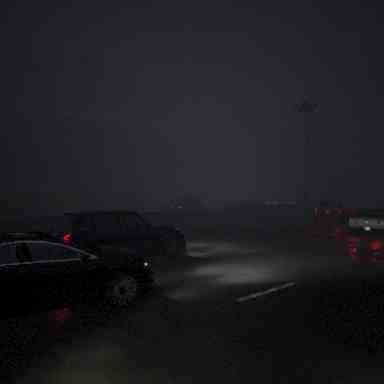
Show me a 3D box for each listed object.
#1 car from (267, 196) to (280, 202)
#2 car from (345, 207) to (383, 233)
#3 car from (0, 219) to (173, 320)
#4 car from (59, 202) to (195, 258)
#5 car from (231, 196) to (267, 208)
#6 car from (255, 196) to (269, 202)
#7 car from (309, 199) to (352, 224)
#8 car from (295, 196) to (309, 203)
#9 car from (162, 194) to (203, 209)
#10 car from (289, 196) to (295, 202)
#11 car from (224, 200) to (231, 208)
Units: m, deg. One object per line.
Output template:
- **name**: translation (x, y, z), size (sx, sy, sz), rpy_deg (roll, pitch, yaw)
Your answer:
- **car**: translation (19.551, 1.623, 78.375), size (1.837, 1.490, 4.892), rpy_deg (0, 0, 27)
- **car**: translation (10.702, 1.632, 19.223), size (1.895, 1.301, 4.718), rpy_deg (0, 0, 41)
- **car**: translation (-3.043, 1.501, 6.207), size (4.902, 1.511, 2.128), rpy_deg (0, 0, -37)
- **car**: translation (-2.409, 1.369, 11.166), size (4.553, 1.767, 2.097), rpy_deg (0, 0, -39)
- **car**: translation (6.586, 1.537, 37.954), size (1.882, 1.535, 5.008), rpy_deg (0, 0, 30)
- **car**: translation (17.245, 1.645, 81.574), size (2.128, 1.511, 4.902), rpy_deg (0, 0, 27)
- **car**: translation (10.871, 1.393, 25.200), size (2.097, 1.767, 4.553), rpy_deg (0, 0, 38)
- **car**: translation (24.608, 1.637, 72.861), size (2.128, 1.511, 4.902), rpy_deg (0, 0, 27)
- **car**: translation (-0.727, 1.283, 39.247), size (2.150, 2.045, 5.566), rpy_deg (0, 0, 32)
- **car**: translation (24.993, 1.633, 81.388), size (2.128, 1.511, 4.902), rpy_deg (0, 0, 27)
- **car**: translation (5.704, 1.632, 43.516), size (1.994, 1.385, 4.181), rpy_deg (0, 0, 28)
